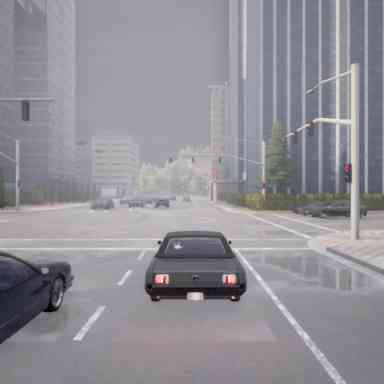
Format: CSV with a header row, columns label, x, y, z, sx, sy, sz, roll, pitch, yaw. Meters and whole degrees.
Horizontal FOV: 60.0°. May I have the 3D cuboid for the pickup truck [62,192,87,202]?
label,x,y,z,sx,sy,sz,roll,pitch,yaw
pickup truck,-24.773,1.054,69.285,2.390,2.098,6.274,0,0,30

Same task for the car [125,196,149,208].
label,x,y,z,sx,sy,sz,roll,pitch,yaw
car,-7.894,1.560,48.064,1.994,1.385,4.181,0,0,-1

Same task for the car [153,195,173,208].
label,x,y,z,sx,sy,sz,roll,pitch,yaw
car,-4.224,1.501,48.625,1.837,1.490,4.892,0,0,-1

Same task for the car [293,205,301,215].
label,x,y,z,sx,sy,sz,roll,pitch,yaw
car,11.784,1.561,31.588,4.181,1.385,1.994,0,0,0

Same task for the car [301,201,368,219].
label,x,y,z,sx,sy,sz,roll,pitch,yaw
car,12.135,1.503,28.057,4.892,1.490,1.837,0,0,-1

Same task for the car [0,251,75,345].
label,x,y,z,sx,sy,sz,roll,pitch,yaw
car,-3.436,1.547,4.634,2.033,1.411,5.357,0,0,0

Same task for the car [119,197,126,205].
label,x,y,z,sx,sy,sz,roll,pitch,yaw
car,-11.545,1.521,58.376,1.812,1.442,4.674,0,0,-1

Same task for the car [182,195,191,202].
label,x,y,z,sx,sy,sz,roll,pitch,yaw
car,-1.229,1.526,74.390,2.033,1.411,5.357,0,0,-1

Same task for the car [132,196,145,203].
label,x,y,z,sx,sy,sz,roll,pitch,yaw
car,-11.709,1.529,73.011,2.033,1.411,5.357,0,0,-1

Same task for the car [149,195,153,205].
label,x,y,z,sx,sy,sz,roll,pitch,yaw
car,-8.064,1.543,60.386,2.033,1.411,5.357,0,0,0

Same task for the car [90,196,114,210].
label,x,y,z,sx,sy,sz,roll,pitch,yaw
car,-11.308,1.350,42.158,2.097,1.767,4.553,0,0,-1

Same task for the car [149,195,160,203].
label,x,y,z,sx,sy,sz,roll,pitch,yaw
car,-8.209,1.467,73.065,1.882,1.535,5.008,0,0,-1

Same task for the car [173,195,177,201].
label,x,y,z,sx,sy,sz,roll,pitch,yaw
car,-4.865,1.518,83.127,1.812,1.442,4.674,0,0,-1

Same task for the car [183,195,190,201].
label,x,y,z,sx,sy,sz,roll,pitch,yaw
car,-1.395,1.498,85.037,1.895,1.301,4.718,0,0,-1

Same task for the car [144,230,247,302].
label,x,y,z,sx,sy,sz,roll,pitch,yaw
car,0.066,1.600,8.230,1.895,1.301,4.718,0,0,0
